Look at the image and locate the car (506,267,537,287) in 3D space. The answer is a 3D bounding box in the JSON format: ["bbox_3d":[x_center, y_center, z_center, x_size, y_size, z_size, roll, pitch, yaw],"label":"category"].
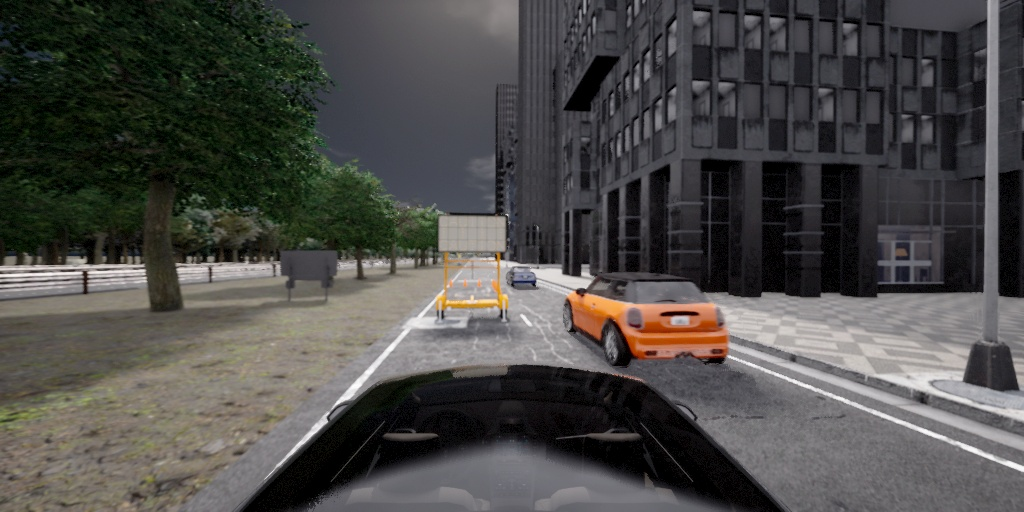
[{"bbox_3d":[0.631,1.508,27.185,2.033,1.411,5.357,0,0,-6],"label":"car"}]

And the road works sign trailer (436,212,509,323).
[{"bbox_3d":[-1.398,0.292,12.608,2.380,3.560,2.880,0,0,-7],"label":"road works sign trailer"}]

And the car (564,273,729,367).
[{"bbox_3d":[2.672,1.159,8.304,2.097,1.767,4.553,0,0,-6],"label":"car"}]
